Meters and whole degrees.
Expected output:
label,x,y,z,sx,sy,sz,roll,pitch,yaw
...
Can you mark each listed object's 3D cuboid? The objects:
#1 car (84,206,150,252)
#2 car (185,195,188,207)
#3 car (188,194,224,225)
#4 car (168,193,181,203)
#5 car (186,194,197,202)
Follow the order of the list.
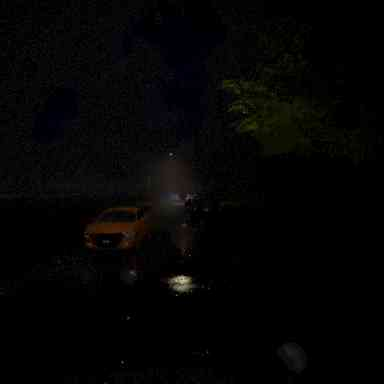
label,x,y,z,sx,sy,sz,roll,pitch,yaw
car,-2.862,1.367,13.571,1.882,1.535,5.008,0,0,0
car,-0.007,1.150,43.603,2.033,1.411,5.357,0,1,1
car,0.941,1.160,22.685,2.097,1.767,4.553,0,1,0
car,-2.864,0.954,55.025,1.882,1.535,5.008,0,1,0
car,-0.052,1.045,57.605,1.895,1.301,4.718,0,1,0
